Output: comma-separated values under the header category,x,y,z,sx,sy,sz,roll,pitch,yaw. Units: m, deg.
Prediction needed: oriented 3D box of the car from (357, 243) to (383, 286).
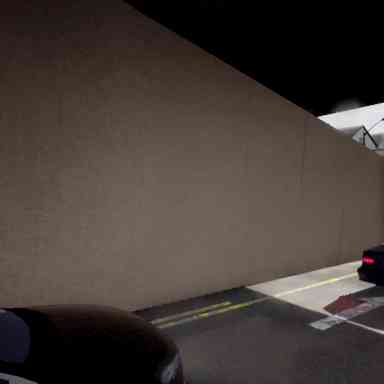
category,x,y,z,sx,sy,sz,roll,pitch,yaw
car,6.184,1.548,8.168,5.357,1.411,2.033,0,0,-36

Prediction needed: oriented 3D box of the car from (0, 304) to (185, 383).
category,x,y,z,sx,sy,sz,roll,pitch,yaw
car,-2.302,1.492,2.180,4.902,1.511,2.128,0,0,-35
